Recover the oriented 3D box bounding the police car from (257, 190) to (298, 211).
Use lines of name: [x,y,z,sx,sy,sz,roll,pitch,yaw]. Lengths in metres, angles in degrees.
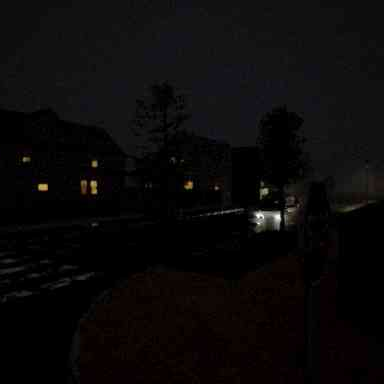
police car: [7.004,0.667,27.173,2.038,1.542,4.974,1,2,35]
